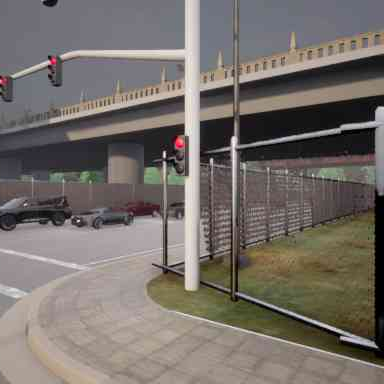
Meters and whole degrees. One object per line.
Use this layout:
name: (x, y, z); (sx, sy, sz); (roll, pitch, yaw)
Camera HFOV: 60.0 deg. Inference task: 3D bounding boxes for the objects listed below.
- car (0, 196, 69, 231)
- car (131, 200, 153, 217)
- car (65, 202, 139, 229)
car: (-10.616, 1.277, 21.658); (2.150, 2.045, 5.566); (0, 0, 36)
car: (-4.941, 1.533, 29.660); (1.882, 1.535, 5.008); (0, 0, 35)
car: (-5.897, 1.619, 22.254); (1.994, 1.385, 4.181); (0, 0, 35)
